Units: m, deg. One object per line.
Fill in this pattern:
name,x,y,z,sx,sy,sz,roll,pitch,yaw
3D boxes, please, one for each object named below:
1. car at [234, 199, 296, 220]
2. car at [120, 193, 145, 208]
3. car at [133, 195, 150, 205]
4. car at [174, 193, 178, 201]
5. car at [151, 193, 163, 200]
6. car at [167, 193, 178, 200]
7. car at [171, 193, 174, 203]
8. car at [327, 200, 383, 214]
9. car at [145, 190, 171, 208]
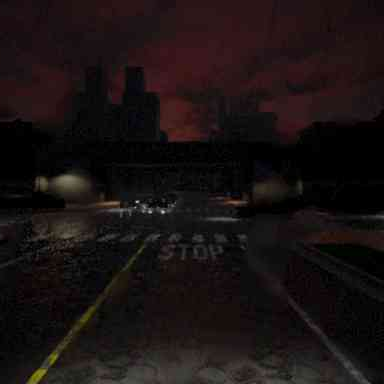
car,5.681,1.306,25.940,4.892,1.490,1.837,0,0,-14
car,-7.750,1.157,41.901,2.128,1.511,4.902,0,0,2
car,-7.655,1.189,51.159,1.895,1.301,4.718,0,0,0
car,-4.108,1.014,60.762,1.837,1.490,4.892,0,0,0
car,-7.599,0.953,72.133,2.033,1.411,5.357,0,0,0
car,-4.100,0.979,70.551,1.994,1.385,4.181,0,0,0
car,-4.157,1.118,50.695,1.812,1.442,4.674,0,0,1
car,15.068,1.361,30.726,4.718,1.301,1.895,0,0,0
car,-4.190,1.019,41.703,2.097,1.767,4.553,0,0,0
